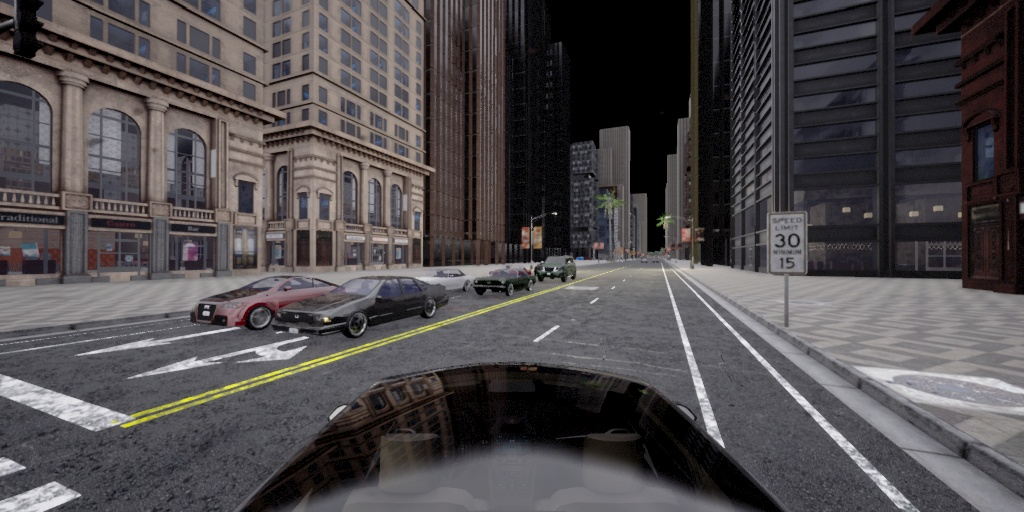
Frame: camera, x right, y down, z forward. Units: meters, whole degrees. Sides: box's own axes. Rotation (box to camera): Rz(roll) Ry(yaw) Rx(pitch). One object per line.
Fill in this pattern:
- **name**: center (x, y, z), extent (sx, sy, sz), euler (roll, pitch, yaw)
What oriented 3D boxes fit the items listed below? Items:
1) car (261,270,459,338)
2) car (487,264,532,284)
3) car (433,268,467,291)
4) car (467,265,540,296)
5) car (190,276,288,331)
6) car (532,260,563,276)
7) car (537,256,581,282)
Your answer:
- **car**: center (-3.934, 1.299, 10.576), extent (2.033, 1.411, 5.357), euler (0, 0, 22)
- **car**: center (-0.081, 1.362, 28.490), extent (1.895, 1.301, 4.718), euler (0, 0, 23)
- **car**: center (-3.871, 1.355, 19.278), extent (1.895, 1.301, 4.718), euler (0, 0, 22)
- **car**: center (-0.287, 1.356, 19.444), extent (1.895, 1.301, 4.718), euler (0, 0, 23)
- **car**: center (-7.198, 1.315, 11.173), extent (1.994, 1.385, 4.181), euler (0, 0, 23)
- **car**: center (3.836, 1.248, 37.915), extent (1.882, 1.535, 5.008), euler (0, 0, 23)
- **car**: center (3.785, 0.984, 29.336), extent (2.150, 2.045, 5.566), euler (0, 0, 22)
